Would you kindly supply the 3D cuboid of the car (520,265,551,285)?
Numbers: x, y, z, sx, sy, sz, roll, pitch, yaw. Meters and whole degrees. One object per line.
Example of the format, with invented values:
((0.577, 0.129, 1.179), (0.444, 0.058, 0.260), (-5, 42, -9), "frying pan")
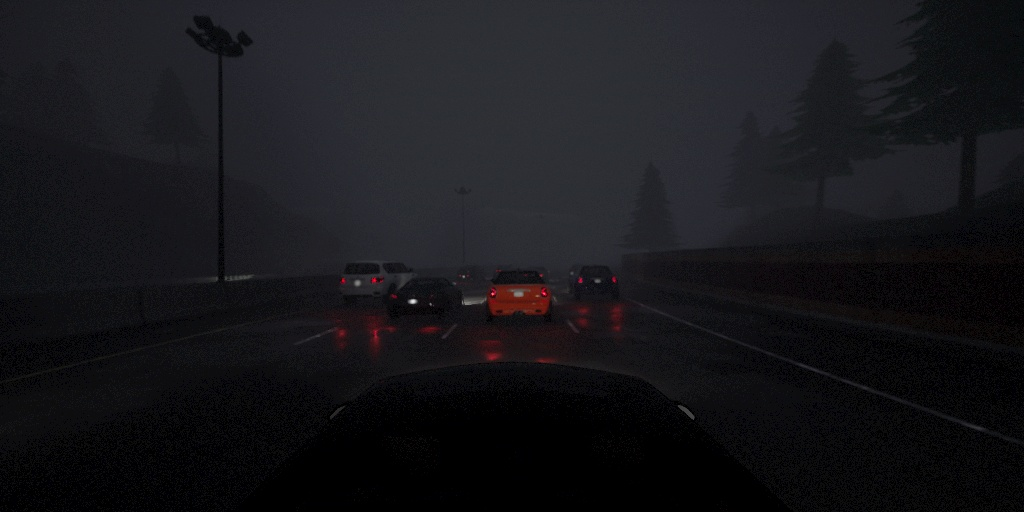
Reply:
((2.127, 1.570, 30.442), (2.033, 1.411, 5.357), (-1, -1, 10), "car")

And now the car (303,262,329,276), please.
((-23.558, 1.758, 45.211), (2.150, 2.045, 5.566), (-1, 0, 14), "car")

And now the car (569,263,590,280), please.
((6.680, 1.488, 35.307), (1.882, 1.535, 5.008), (-1, -1, 12), "car")

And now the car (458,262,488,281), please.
((-3.992, 1.667, 35.536), (1.837, 1.490, 4.892), (-1, -1, 11), "car")

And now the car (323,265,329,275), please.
((-20.271, 2.079, 43.906), (1.895, 1.301, 4.718), (-1, -1, 13), "car")

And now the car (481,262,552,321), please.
((0.295, 1.217, 13.116), (2.097, 1.767, 4.553), (-1, -1, 2), "car")

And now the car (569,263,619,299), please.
((4.191, 1.224, 18.964), (2.097, 1.767, 4.553), (-1, -1, 5), "car")

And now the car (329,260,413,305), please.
((-6.439, 1.236, 18.080), (2.150, 2.045, 5.566), (-1, 0, 4), "car")

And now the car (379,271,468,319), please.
((-3.170, 1.487, 13.815), (1.994, 1.385, 4.181), (-1, 0, 3), "car")
